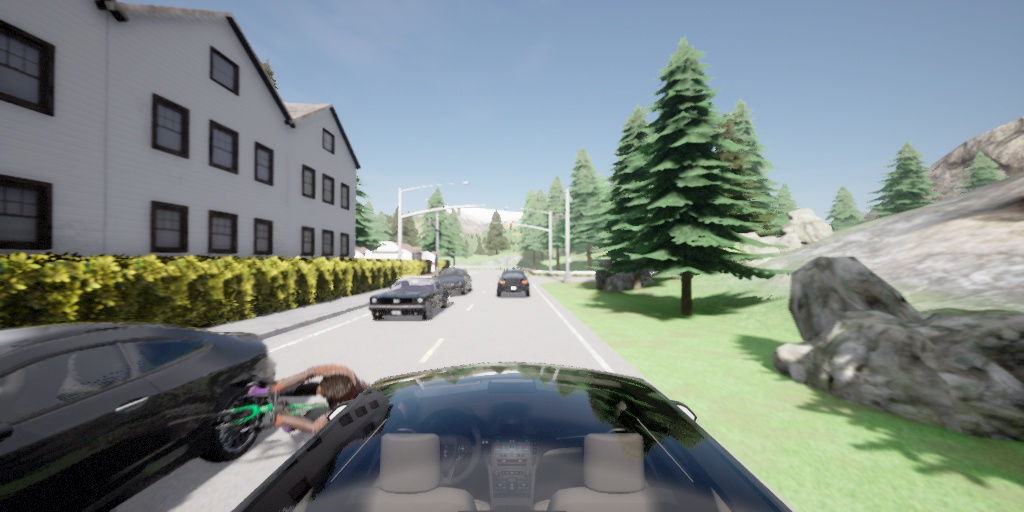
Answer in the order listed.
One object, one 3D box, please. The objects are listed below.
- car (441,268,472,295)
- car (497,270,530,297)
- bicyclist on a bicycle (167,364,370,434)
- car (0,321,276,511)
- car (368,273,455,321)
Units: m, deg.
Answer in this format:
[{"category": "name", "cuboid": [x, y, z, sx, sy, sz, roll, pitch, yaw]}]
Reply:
[{"category": "car", "cuboid": [-3.522, 1.505, 21.773, 1.837, 1.490, 4.892, 0, -1, 0]}, {"category": "car", "cuboid": [0.078, 1.513, 20.791, 1.812, 1.442, 4.674, 0, -1, 0]}, {"category": "bicyclist on a bicycle", "cuboid": [-1.893, 1.366, 3.275, 1.620, 0.582, 1.656, -27, -30, 26]}, {"category": "car", "cuboid": [-3.625, 1.269, 2.331, 1.812, 1.442, 4.674, -1, 0, -1]}, {"category": "car", "cuboid": [-3.586, 1.496, 13.360, 1.895, 1.301, 4.718, 0, -1, 0]}]
